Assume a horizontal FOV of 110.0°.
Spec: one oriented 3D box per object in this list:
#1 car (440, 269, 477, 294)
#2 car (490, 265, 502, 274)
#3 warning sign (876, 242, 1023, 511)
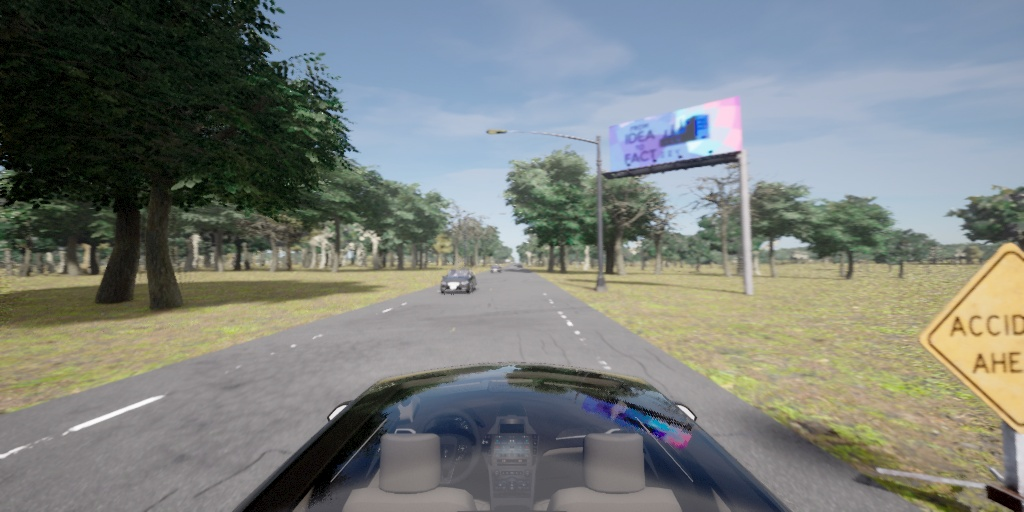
[{"bbox_3d":[-3.392,1.601,23.370,2.128,1.511,4.902,-1,-1,1],"label":"car"},{"bbox_3d":[-2.788,2.278,63.106,2.128,1.511,4.902,-1,-1,1],"label":"car"},{"bbox_3d":[3.480,0.836,2.462,1.300,1.860,1.060,0,0,1],"label":"warning sign"}]
